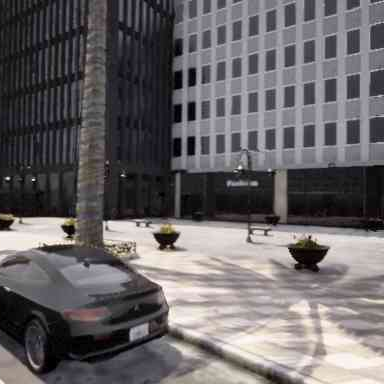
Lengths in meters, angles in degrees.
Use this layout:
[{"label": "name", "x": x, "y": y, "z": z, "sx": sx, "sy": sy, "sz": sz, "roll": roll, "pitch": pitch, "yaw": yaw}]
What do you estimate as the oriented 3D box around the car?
[{"label": "car", "x": -2.403, "y": 1.649, "z": 5.818, "sx": 4.674, "sy": 1.442, "sz": 1.812, "roll": -1, "pitch": -2, "yaw": 41}]
